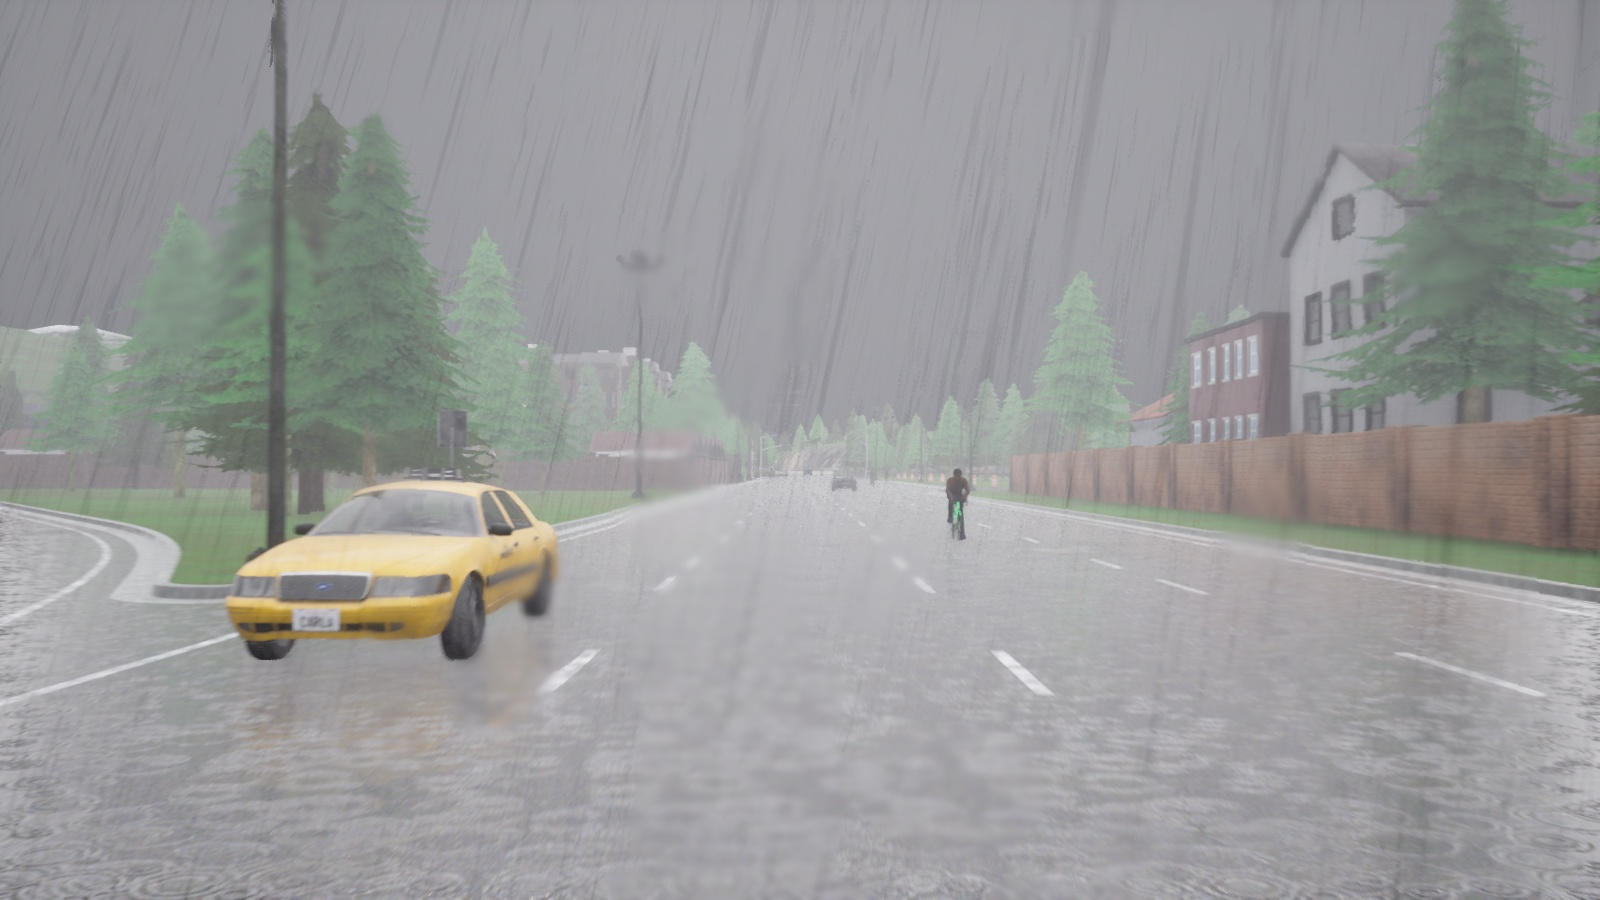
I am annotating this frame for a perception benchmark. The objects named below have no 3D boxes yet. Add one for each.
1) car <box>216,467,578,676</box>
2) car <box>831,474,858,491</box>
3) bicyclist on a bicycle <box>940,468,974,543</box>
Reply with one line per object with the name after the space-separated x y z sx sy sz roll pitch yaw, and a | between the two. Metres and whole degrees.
-3.531 0.971 12.214 1.801 1.575 5.366 0 -1 0 | car
3.407 2.503 97.189 1.895 1.301 4.718 0 -1 0 | car
3.519 1.218 28.237 0.582 1.620 1.656 0 -1 1 | bicyclist on a bicycle
